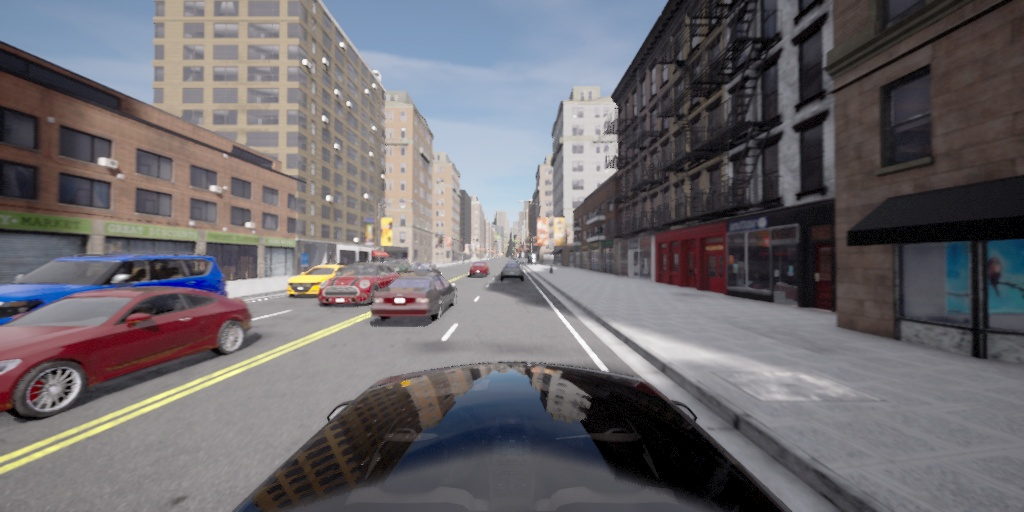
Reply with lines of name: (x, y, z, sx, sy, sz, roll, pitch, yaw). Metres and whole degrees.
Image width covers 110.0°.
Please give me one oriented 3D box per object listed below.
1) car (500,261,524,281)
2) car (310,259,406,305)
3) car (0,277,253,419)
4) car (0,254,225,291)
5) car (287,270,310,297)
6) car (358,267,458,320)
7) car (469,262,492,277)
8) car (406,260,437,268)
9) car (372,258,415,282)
car: (0.016, 1.310, 30.374, 1.994, 1.385, 4.181, 0, 0, 0)
car: (-6.562, 1.102, 15.950, 2.097, 1.767, 4.553, 0, 0, 0)
car: (-6.592, 1.276, 6.026, 1.812, 1.442, 4.674, 0, 0, 0)
car: (-9.844, 0.972, 8.815, 2.150, 2.045, 5.566, 0, 0, -1)
car: (-9.783, 1.227, 19.083, 1.882, 1.535, 5.008, 0, 0, 0)
car: (-3.162, 1.298, 12.574, 2.033, 1.411, 5.357, 0, 0, 0)
car: (-3.179, 1.269, 35.801, 1.812, 1.442, 4.674, 0, 0, 0)
car: (-6.511, 1.239, 26.292, 2.128, 1.511, 4.902, 0, 0, 0)
car: (-9.763, 1.096, 30.010, 2.097, 1.767, 4.553, 0, 0, 0)
